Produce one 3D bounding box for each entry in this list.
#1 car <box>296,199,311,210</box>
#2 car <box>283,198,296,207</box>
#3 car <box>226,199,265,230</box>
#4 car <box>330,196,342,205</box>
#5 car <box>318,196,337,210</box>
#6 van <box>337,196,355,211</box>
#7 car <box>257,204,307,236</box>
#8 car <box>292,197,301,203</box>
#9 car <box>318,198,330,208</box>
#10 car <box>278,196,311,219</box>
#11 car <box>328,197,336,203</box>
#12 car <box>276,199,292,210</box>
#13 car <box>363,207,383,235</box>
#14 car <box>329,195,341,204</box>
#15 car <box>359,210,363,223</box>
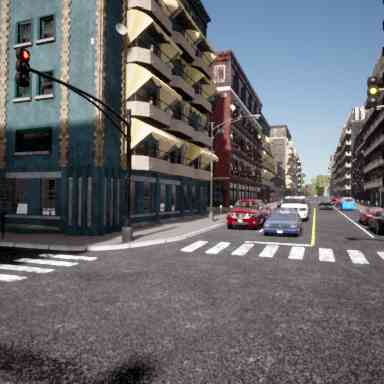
[{"bbox_3d":[16.168,1.774,48.120,1.837,1.490,4.892,0,0,20],"label":"car"},{"bbox_3d":[17.392,1.867,59.097,1.947,1.339,4.313,1,0,20],"label":"car"},{"bbox_3d":[3.802,1.444,22.545,2.192,1.841,5.009,1,0,20],"label":"car"},{"bbox_3d":[31.064,1.740,71.802,2.192,1.841,5.009,1,0,20],"label":"car"},{"bbox_3d":[19.231,1.781,47.749,2.128,1.511,4.902,0,0,20],"label":"car"},{"bbox_3d":[21.353,1.641,45.695,1.690,1.788,3.998,1,0,20],"label":"van"},{"bbox_3d":[5.491,1.682,19.708,2.033,1.411,5.357,0,0,21],"label":"car"},{"bbox_3d":[25.161,1.946,79.983,1.887,1.381,4.507,1,0,20],"label":"car"},{"bbox_3d":[22.850,1.862,57.480,1.812,1.442,4.674,0,0,20],"label":"car"},{"bbox_3d":[9.002,1.400,29.074,2.150,2.045,5.566,0,0,21],"label":"car"},{"bbox_3d":[36.946,2.027,87.626,1.752,1.417,4.829,1,0,20],"label":"car"},{"bbox_3d":[13.508,1.818,48.654,1.947,1.339,4.313,1,0,20],"label":"car"},{"bbox_3d":[11.637,1.743,19.587,1.947,1.339,4.313,1,0,20],"label":"car"},{"bbox_3d":[33.006,1.765,77.023,2.192,1.841,5.009,1,0,20],"label":"car"},{"bbox_3d":[13.579,1.783,24.809,1.802,1.307,4.206,1,0,20],"label":"car"}]
